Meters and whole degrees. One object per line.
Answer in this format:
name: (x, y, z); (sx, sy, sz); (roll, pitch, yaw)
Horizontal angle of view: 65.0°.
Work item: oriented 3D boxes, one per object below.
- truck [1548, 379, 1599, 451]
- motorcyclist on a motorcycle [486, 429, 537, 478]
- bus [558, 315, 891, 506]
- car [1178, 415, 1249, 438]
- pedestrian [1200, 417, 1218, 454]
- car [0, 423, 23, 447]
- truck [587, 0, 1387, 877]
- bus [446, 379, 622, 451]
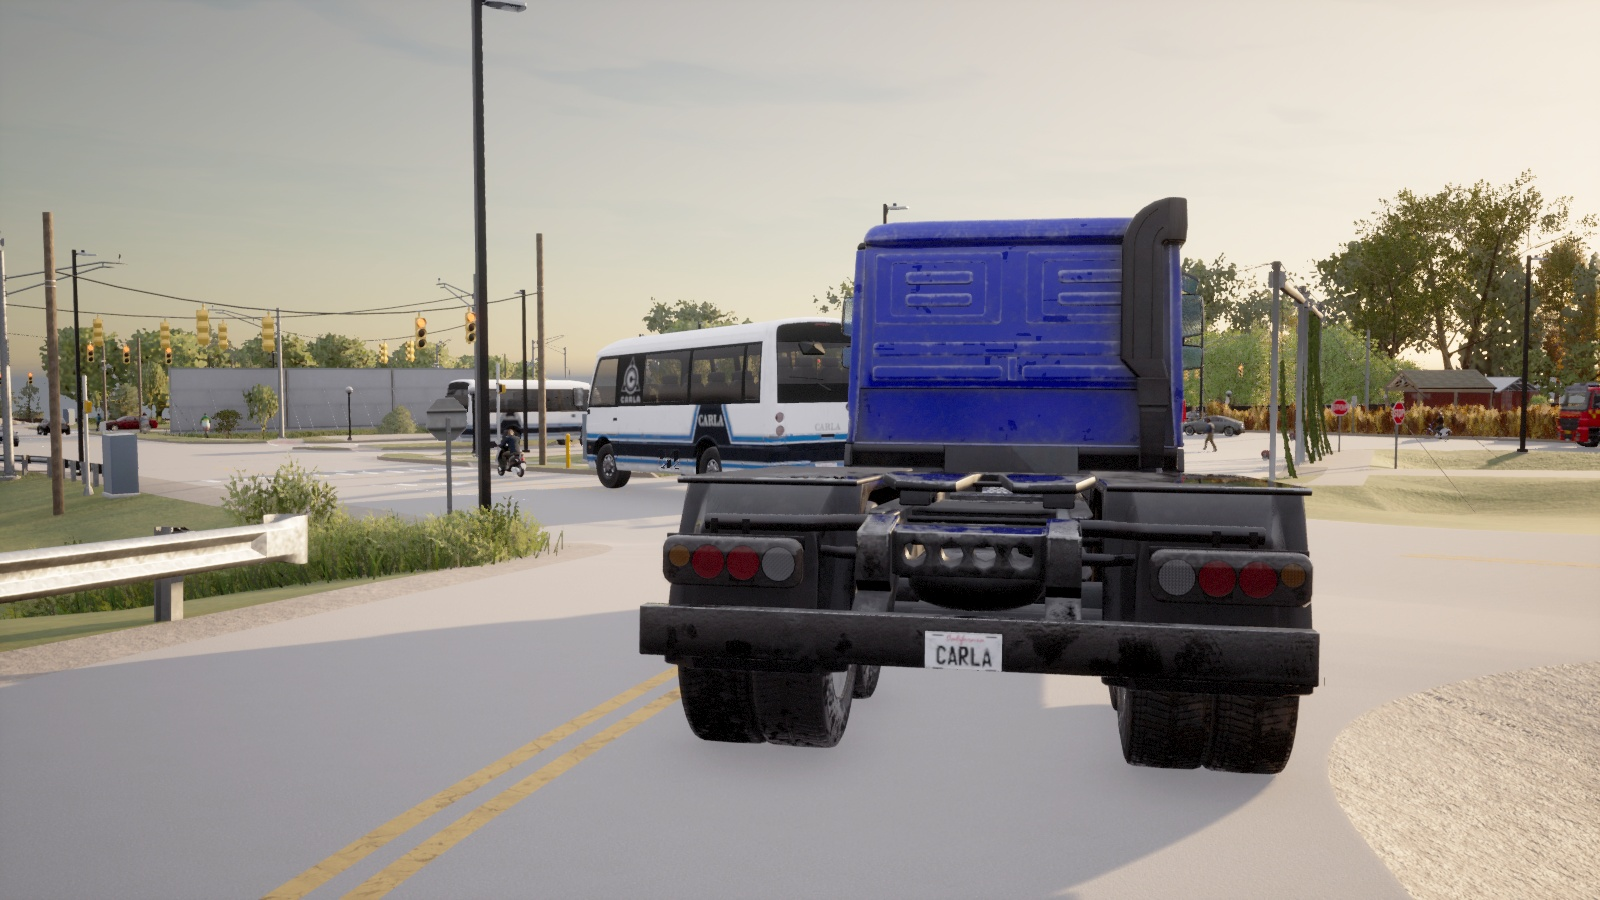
truck: (45.744, -1.879, 67.960); (8.468, 3.827, 2.891); (1, 2, 7)
motorcyclist on a motorcycle: (-9.695, 0.094, 42.163); (0.866, 1.590, 1.817); (-3, 3, -41)
bus: (-2.403, -1.042, 33.243); (3.944, 4.253, 10.273); (-2, 2, -35)
car: (28.311, -1.623, 86.093); (4.181, 1.385, 1.994); (2, 4, 37)
pedestrian: (21.944, -0.787, 67.400); (0.788, 1.949, 0.423); (3, 4, 36)
car: (-52.967, -1.008, 82.948); (2.033, 1.411, 5.357); (-3, 3, -39)
truck: (1.377, -0.288, 8.546); (2.891, 3.462, 7.936); (1, 1, 11)
bus: (-16.567, -2.293, 79.024); (10.273, 4.253, 3.944); (-3, 4, -44)
